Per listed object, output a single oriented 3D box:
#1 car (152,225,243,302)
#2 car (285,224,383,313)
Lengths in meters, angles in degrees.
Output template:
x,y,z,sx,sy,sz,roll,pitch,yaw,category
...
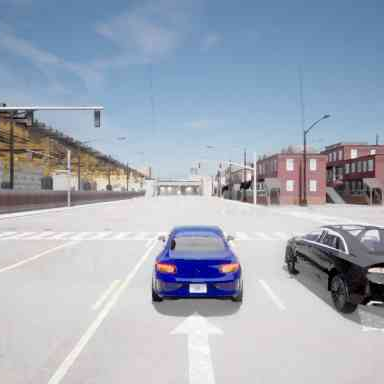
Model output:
x,y,z,sx,sy,sz,roll,pitch,yaw,category
0.106,1.526,8.142,1.812,1.442,4.674,0,0,0,car
3.609,1.492,7.650,2.128,1.511,4.902,0,0,-1,car
